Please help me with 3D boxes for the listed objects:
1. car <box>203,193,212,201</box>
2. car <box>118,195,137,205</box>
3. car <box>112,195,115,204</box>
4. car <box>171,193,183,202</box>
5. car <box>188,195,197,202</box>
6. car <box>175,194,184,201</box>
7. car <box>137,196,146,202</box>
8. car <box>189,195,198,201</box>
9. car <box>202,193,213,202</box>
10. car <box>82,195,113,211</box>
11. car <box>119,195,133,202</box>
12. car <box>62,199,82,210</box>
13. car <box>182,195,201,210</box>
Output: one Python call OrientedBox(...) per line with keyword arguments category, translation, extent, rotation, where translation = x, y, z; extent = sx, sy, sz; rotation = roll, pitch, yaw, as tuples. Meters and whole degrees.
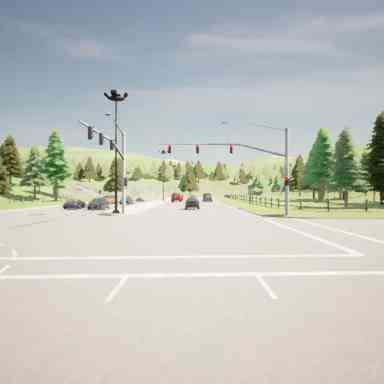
OrientedBox(category="car", translation=(3.820, 1.163, 84.439), extent=(2.150, 2.045, 5.566), rotation=(0, 0, 2))
OrientedBox(category="car", translation=(-11.534, 1.545, 58.508), extent=(2.033, 1.411, 5.357), rotation=(0, 0, 0))
OrientedBox(category="car", translation=(-15.021, 1.348, 59.491), extent=(2.097, 1.767, 4.553), rotation=(0, 0, 0))
OrientedBox(category="car", translation=(-3.409, 1.217, 73.853), extent=(2.150, 2.045, 5.566), rotation=(0, 0, 1))
OrientedBox(category="car", translation=(0.095, 1.472, 74.233), extent=(1.882, 1.535, 5.008), rotation=(0, 0, 1))
OrientedBox(category="car", translation=(-3.178, 1.415, 84.598), extent=(1.882, 1.535, 5.008), rotation=(0, 0, 2))
OrientedBox(category="car", translation=(-11.405, 1.584, 74.316), extent=(1.895, 1.301, 4.718), rotation=(0, 0, 0))
OrientedBox(category="car", translation=(0.321, 1.463, 84.503), extent=(2.128, 1.511, 4.902), rotation=(0, 0, 2))
OrientedBox(category="car", translation=(3.591, 1.533, 73.814), extent=(2.033, 1.411, 5.357), rotation=(0, 0, 1))
OrientedBox(category="car", translation=(-11.568, 1.502, 41.180), extent=(1.837, 1.490, 4.892), rotation=(0, 0, 0))
OrientedBox(category="car", translation=(-14.898, 1.517, 75.103), extent=(2.128, 1.511, 4.902), rotation=(0, 0, 1))
OrientedBox(category="car", translation=(-15.066, 1.561, 42.792), extent=(1.994, 1.385, 4.181), rotation=(0, 0, 0))
OrientedBox(category="car", translation=(0.032, 1.502, 43.214), extent=(1.837, 1.490, 4.892), rotation=(0, 0, 0))
